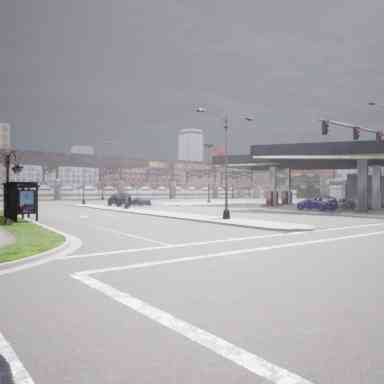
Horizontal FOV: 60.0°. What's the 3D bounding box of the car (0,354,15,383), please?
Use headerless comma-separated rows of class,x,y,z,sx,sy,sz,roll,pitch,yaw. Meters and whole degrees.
car,-3.709,1.547,1.345,5.357,1.411,2.033,0,0,-35

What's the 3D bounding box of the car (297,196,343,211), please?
car,14.323,1.293,38.331,2.242,1.667,4.611,0,0,-35

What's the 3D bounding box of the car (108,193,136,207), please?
car,-11.367,1.221,52.222,2.150,2.045,5.566,0,0,-35

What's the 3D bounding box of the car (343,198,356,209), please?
car,18.597,1.454,42.246,1.970,1.475,3.806,0,0,-35

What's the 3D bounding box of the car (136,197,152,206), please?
car,-8.519,1.546,54.257,2.033,1.411,5.357,0,0,-35
